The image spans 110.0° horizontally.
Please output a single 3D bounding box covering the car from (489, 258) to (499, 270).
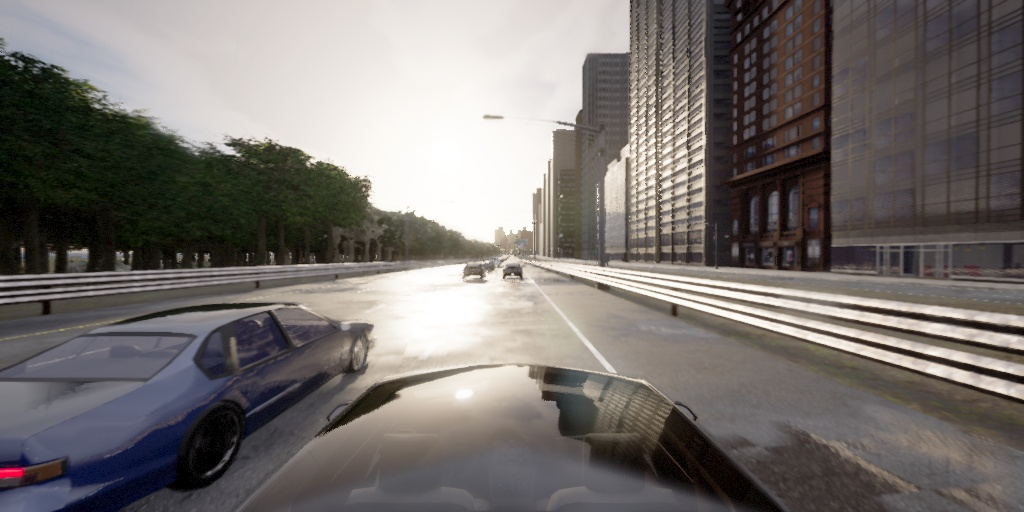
[{"bbox_3d":[-3.632,1.478,56.169,2.128,1.511,4.902,0,0,0],"label":"car"}]

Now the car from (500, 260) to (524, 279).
[{"bbox_3d":[0.059,1.382,34.667,1.837,1.490,4.892,0,0,0],"label":"car"}]

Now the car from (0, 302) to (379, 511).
[{"bbox_3d":[-3.498,1.303,4.499,2.033,1.411,5.357,0,0,0],"label":"car"}]

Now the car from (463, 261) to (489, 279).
[{"bbox_3d":[-3.543,1.377,34.174,1.837,1.490,4.892,0,0,0],"label":"car"}]
